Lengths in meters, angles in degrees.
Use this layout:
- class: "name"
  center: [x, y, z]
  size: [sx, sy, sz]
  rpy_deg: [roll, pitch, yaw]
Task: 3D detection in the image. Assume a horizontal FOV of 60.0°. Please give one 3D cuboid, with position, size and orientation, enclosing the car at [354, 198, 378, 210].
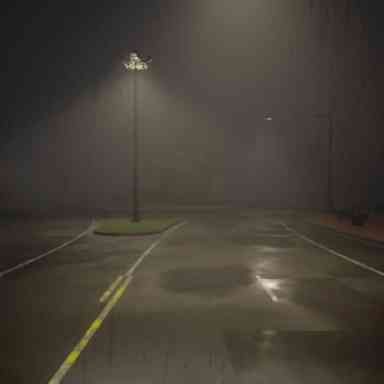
- class: "car"
  center: [24.164, 1.610, 45.697]
  size: [4.892, 1.490, 1.837]
  rpy_deg: [0, 0, -35]
